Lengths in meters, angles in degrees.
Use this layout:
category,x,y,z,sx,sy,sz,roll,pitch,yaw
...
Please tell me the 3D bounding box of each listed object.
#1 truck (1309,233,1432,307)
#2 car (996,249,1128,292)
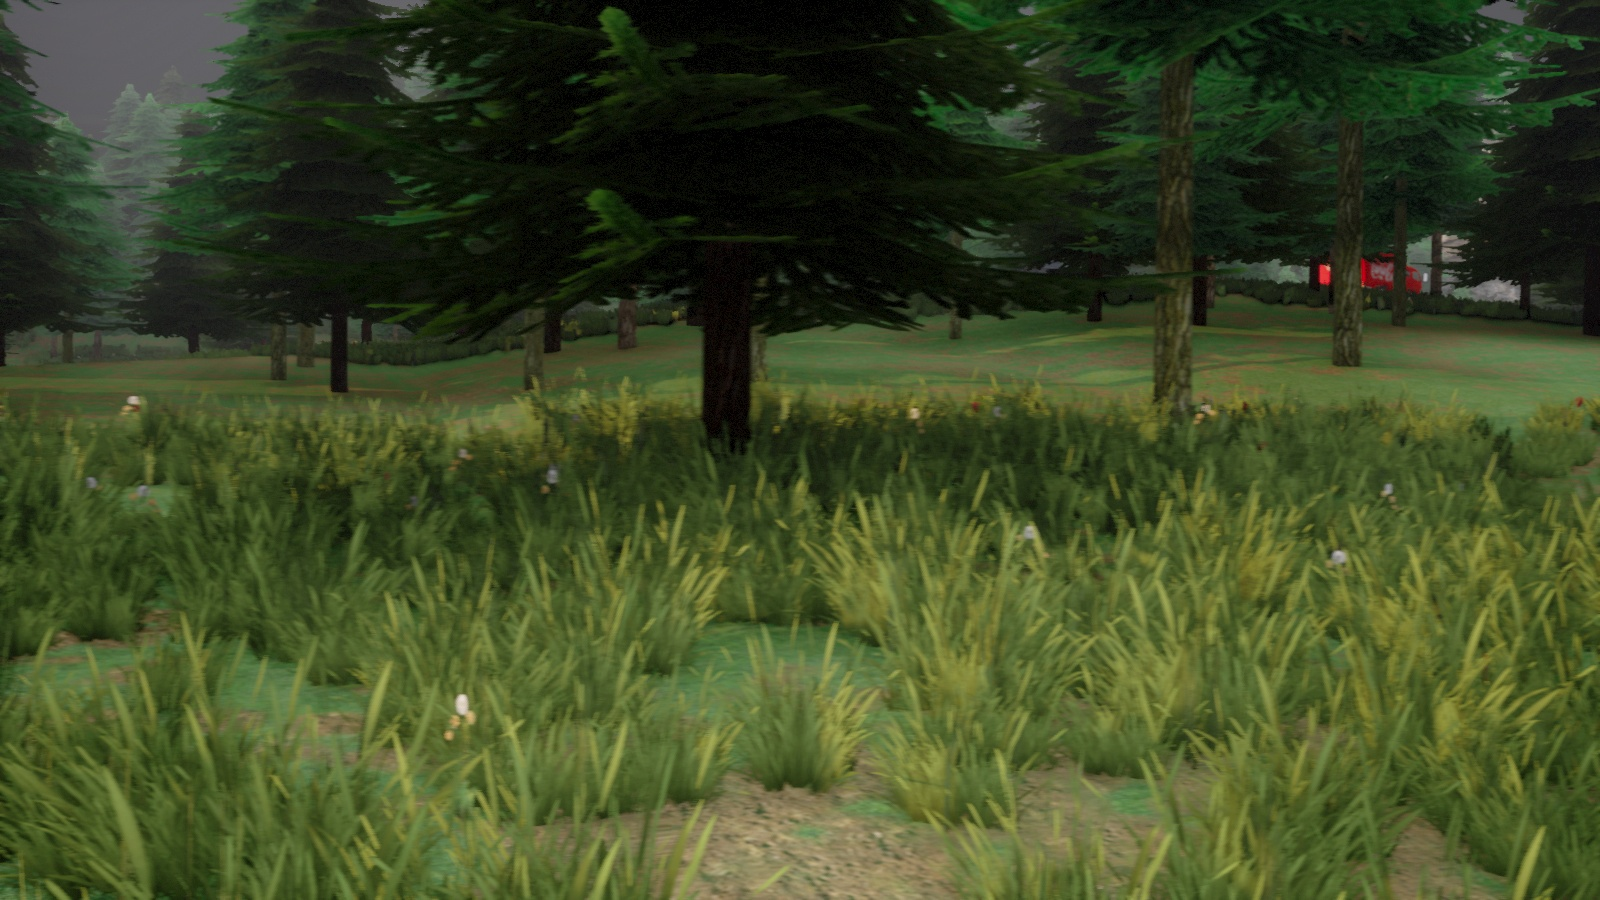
category,x,y,z,sx,sy,sz,roll,pitch,yaw
truck,25.329,-7.916,55.722,5.204,2.467,2.627,2,-1,-35
car,10.331,-7.112,49.753,4.718,1.301,1.895,-3,1,-6
